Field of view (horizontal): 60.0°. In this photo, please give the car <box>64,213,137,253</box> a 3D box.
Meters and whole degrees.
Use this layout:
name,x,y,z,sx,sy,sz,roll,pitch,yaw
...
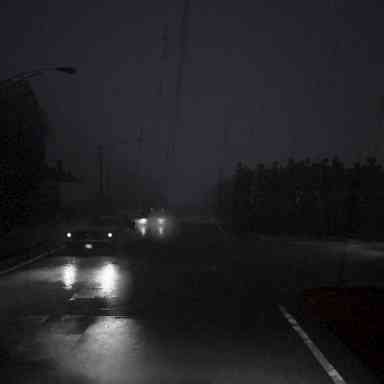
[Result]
name,x,y,z,sx,sy,sz,roll,pitch,yaw
car,-3.613,1.593,13.870,1.895,1.301,4.718,0,0,0

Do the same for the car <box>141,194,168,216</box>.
name,x,y,z,sx,sy,sz,roll,pitch,yaw
car,-3.545,1.189,32.115,2.150,2.045,5.566,0,0,0

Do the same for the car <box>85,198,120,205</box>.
name,x,y,z,sx,sy,sz,roll,pitch,yaw
car,-13.031,1.493,47.426,5.357,1.411,2.033,0,0,-7
